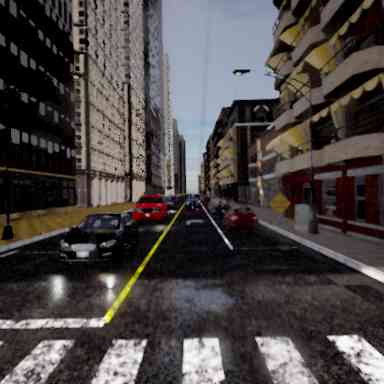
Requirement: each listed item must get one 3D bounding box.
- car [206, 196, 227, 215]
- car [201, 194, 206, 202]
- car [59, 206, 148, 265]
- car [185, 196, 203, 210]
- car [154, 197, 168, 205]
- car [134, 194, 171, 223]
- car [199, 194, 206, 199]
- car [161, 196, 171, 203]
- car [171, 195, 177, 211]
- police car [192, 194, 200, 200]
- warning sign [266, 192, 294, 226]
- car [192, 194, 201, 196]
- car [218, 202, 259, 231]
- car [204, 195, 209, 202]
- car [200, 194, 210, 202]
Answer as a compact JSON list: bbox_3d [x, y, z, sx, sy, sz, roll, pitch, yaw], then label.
[{"bbox_3d":[2.733,1.418,32.058,2.008,1.369,4.403,-1,0,0],"label":"car"},{"bbox_3d":[2.798,1.417,65.950,1.802,1.307,4.206,-1,0,0],"label":"car"},{"bbox_3d":[-3.096,1.497,11.870,2.128,1.511,4.902,-1,0,0],"label":"car"},{"bbox_3d":[0.063,1.510,41.776,1.895,1.301,4.718,-1,0,0],"label":"car"},{"bbox_3d":[-5.591,1.555,60.317,2.008,1.369,4.403,-1,0,0],"label":"car"},{"bbox_3d":[-3.077,1.209,25.439,2.150,2.045,5.566,-1,0,-1],"label":"car"},{"bbox_3d":[2.852,1.344,94.362,1.752,1.417,4.829,-1,0,0],"label":"car"},{"bbox_3d":[-5.570,1.541,71.614,1.887,1.381,4.507,-1,0,0],"label":"car"},{"bbox_3d":[-2.982,1.517,41.302,2.033,1.411,5.357,-1,0,1],"label":"car"},{"bbox_3d":[1.049,1.282,89.368,1.930,1.638,5.238,-1,0,0],"label":"police car"},{"bbox_3d":[5.073,0.951,19.251,1.300,1.860,1.060,-1,0,0],"label":"warning sign"},{"bbox_3d":[0.080,1.377,51.747,1.882,1.535,5.008,-1,0,0],"label":"car"},{"bbox_3d":[2.759,1.463,19.141,1.802,1.307,4.206,-1,0,0],"label":"car"},{"bbox_3d":[2.744,1.411,37.706,2.008,1.369,4.403,-1,0,0],"label":"car"},{"bbox_3d":[2.806,1.271,71.598,1.967,1.590,4.097,-1,0,0],"label":"car"}]
